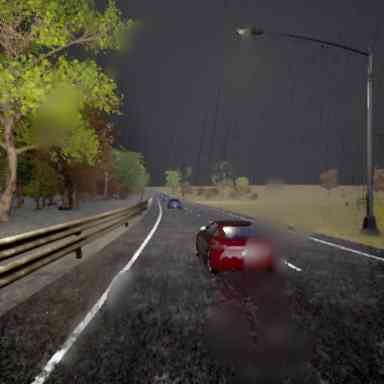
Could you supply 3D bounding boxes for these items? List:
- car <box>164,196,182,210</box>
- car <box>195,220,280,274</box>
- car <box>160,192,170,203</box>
[{"bbox_3d":[-2.444,1.615,45.248,1.812,1.442,4.674,0,0,-6],"label":"car"},{"bbox_3d":[1.270,1.593,10.743,1.994,1.385,4.181,0,0,-6],"label":"car"},{"bbox_3d":[-5.702,1.462,75.597,2.097,1.767,4.553,0,0,-6],"label":"car"}]
